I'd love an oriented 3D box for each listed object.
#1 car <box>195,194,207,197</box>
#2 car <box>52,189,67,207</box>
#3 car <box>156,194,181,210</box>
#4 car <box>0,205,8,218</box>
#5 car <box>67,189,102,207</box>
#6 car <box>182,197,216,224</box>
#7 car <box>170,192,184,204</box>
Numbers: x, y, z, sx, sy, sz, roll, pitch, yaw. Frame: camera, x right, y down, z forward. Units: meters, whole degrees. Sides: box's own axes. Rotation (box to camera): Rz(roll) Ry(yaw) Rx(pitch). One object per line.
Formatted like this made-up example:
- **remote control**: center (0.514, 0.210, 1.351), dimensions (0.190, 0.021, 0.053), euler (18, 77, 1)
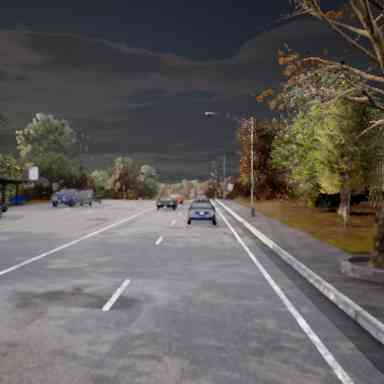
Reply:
- **car**: center (1.149, 1.004, 41.693), dimensions (2.033, 1.411, 5.357), euler (0, 1, 2)
- **car**: center (-14.506, 0.639, 39.369), dimensions (2.150, 2.045, 5.566), euler (0, 1, 2)
- **car**: center (-2.562, 1.142, 35.018), dimensions (1.895, 1.301, 4.718), euler (0, 1, 2)
- **car**: center (-15.013, 1.267, 23.118), dimensions (1.895, 1.301, 4.718), euler (0, 1, 2)
- **car**: center (-11.105, 0.511, 35.402), dimensions (2.097, 1.767, 4.553), euler (0, 1, 1)
- **car**: center (0.656, 1.286, 22.372), dimensions (2.033, 1.411, 5.357), euler (0, 1, 1)
- **car**: center (-2.254, 0.712, 47.372), dimensions (2.097, 1.767, 4.553), euler (0, 1, 2)
